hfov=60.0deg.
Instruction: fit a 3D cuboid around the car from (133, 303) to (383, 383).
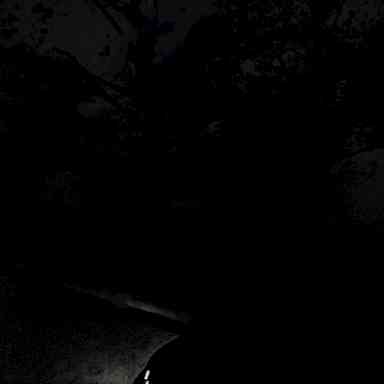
[{"bbox_3d":[1.496,1.564,2.313,4.181,1.385,1.994,0,0,35],"label":"car"}]
